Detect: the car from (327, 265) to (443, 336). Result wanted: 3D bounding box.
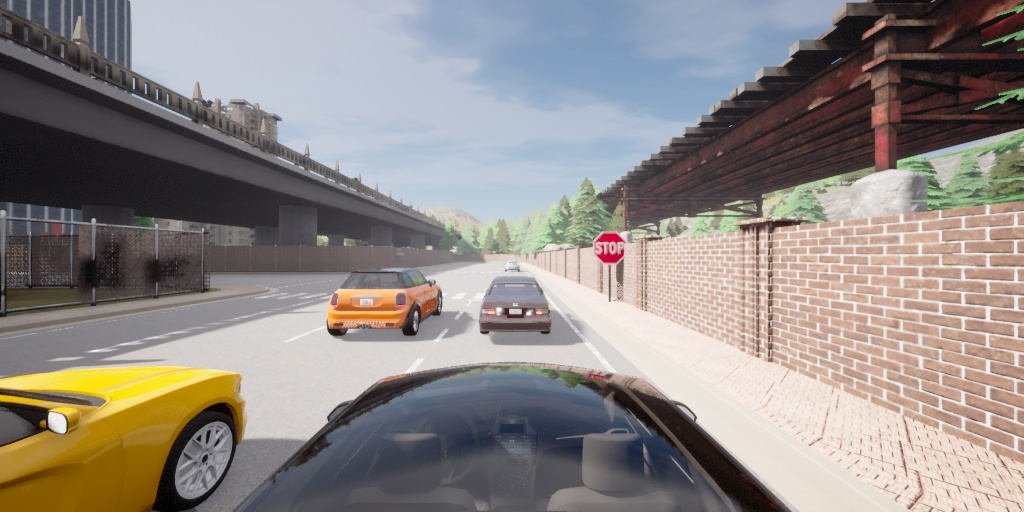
[{"bbox_3d":[-3.426,1.102,10.557,2.097,1.767,4.553,0,0,0],"label":"car"}]

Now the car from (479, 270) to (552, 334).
[{"bbox_3d":[0.075,1.297,10.581,2.033,1.411,5.357,0,0,0],"label":"car"}]

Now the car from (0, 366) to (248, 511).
[{"bbox_3d":[-3.398,1.228,1.300,1.882,1.535,5.008,0,0,0],"label":"car"}]

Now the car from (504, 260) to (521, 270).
[{"bbox_3d":[0.054,1.276,46.359,1.812,1.442,4.674,0,0,-1],"label":"car"}]
